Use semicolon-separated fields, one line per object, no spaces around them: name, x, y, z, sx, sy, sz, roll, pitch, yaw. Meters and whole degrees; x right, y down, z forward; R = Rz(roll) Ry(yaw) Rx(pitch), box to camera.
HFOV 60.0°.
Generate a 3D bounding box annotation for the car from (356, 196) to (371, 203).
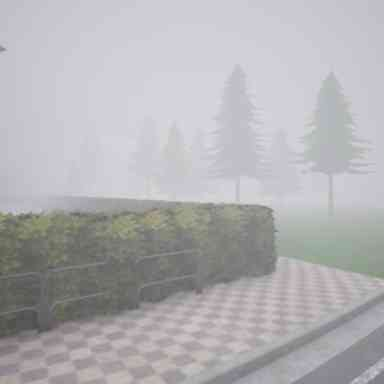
car;34.205;1.564;66.491;1.994;1.385;4.181;0;0;12
